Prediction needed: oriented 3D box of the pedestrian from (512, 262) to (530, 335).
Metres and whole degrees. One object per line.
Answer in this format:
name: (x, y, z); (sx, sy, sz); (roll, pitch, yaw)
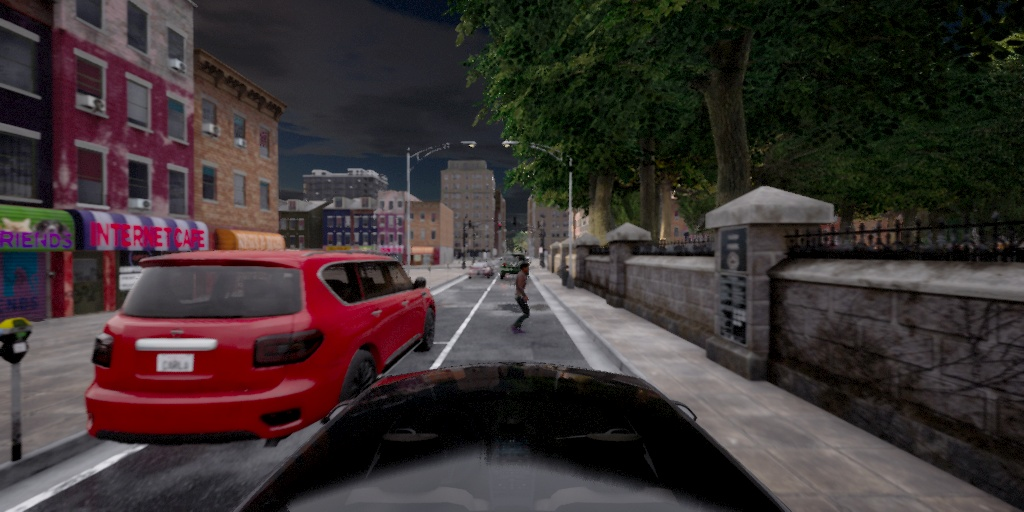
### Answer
pedestrian: (0.249, 0.989, 8.848); (0.375, 1.860, 0.375); (0, 0, 0)

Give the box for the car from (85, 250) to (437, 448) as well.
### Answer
car: (-2.736, 0.944, 5.608); (2.150, 2.045, 5.566); (0, 0, 0)

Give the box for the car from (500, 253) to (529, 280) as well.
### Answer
car: (0.181, 0.766, 28.735); (2.150, 2.045, 5.566); (0, 1, 0)

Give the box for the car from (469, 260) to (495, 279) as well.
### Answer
car: (-2.528, 1.119, 29.285); (1.802, 1.307, 4.207); (0, 0, 0)
